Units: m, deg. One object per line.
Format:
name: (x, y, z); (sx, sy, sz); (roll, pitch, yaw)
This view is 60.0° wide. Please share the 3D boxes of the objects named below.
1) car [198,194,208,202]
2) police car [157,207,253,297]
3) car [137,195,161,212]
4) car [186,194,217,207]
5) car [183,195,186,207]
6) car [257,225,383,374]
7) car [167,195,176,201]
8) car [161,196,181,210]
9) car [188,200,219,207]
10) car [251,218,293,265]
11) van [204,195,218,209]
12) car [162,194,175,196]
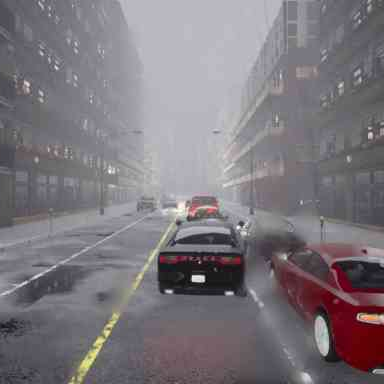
car: (2.558, 1.332, 79.439); (2.192, 1.841, 5.009); (1, 0, 0)
police car: (0.432, 1.426, 8.813); (1.930, 1.638, 5.238); (0, 0, 7)
car: (-5.314, 1.323, 39.711); (2.192, 1.841, 5.009); (1, 0, 0)
car: (0.818, 1.230, 24.588); (2.150, 2.045, 5.566); (0, 0, 0)
car: (0.005, 1.535, 46.314); (1.812, 1.442, 4.674); (0, 0, 0)
car: (2.571, 1.546, 5.718); (1.887, 1.381, 4.507); (1, 0, 0)
car: (-5.327, 1.569, 85.078); (2.008, 1.369, 4.403); (1, 0, 0)
car: (-2.859, 1.573, 44.024); (1.994, 1.385, 4.181); (0, 0, 0)
car: (0.818, 1.459, 18.747); (1.801, 1.575, 5.366); (0, 0, 0)
car: (2.570, 1.553, 11.388); (2.008, 1.369, 4.403); (1, 0, 0)
van: (2.565, 1.350, 45.414); (1.690, 1.788, 3.998); (1, 0, 0)
car: (-5.320, 1.329, 68.066); (2.192, 1.841, 5.009); (1, 0, 0)
